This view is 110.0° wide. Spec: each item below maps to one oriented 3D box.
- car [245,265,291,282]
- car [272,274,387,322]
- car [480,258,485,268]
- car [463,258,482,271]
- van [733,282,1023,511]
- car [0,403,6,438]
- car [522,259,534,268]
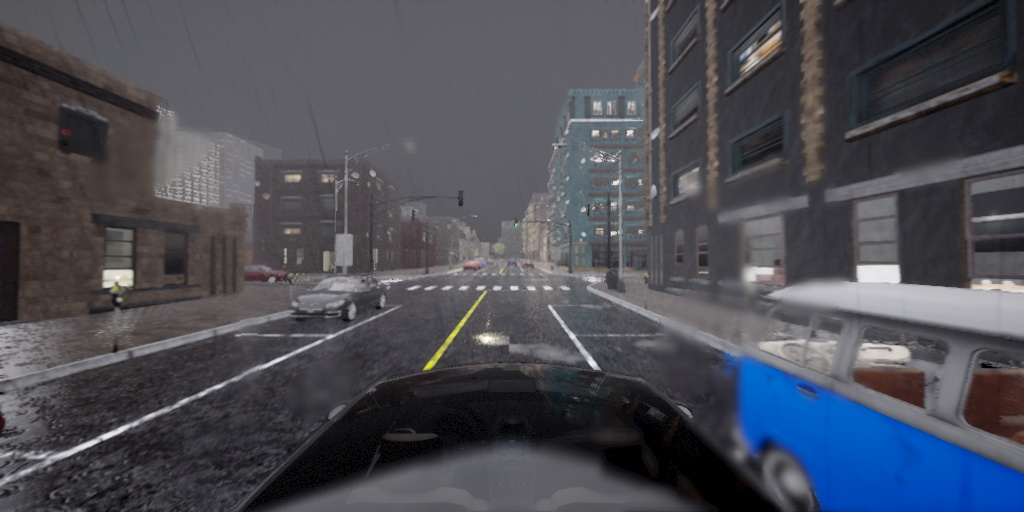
[{"bbox_3d":[-19.283,1.404,27.533,4.507,1.381,1.888,0,0,1],"label":"car"},{"bbox_3d":[-5.686,1.317,12.281,2.007,1.370,4.403,0,0,0],"label":"car"},{"bbox_3d":[-5.667,1.374,55.918,1.888,1.381,4.507,0,0,0],"label":"car"},{"bbox_3d":[-5.745,1.366,50.236,1.888,1.381,4.507,0,0,0],"label":"car"},{"bbox_3d":[2.691,1.090,1.455,1.690,1.789,3.998,0,0,0],"label":"van"},{"bbox_3d":[-5.689,1.190,1.467,1.967,1.591,4.097,0,0,0],"label":"car"},{"bbox_3d":[2.717,1.276,61.663,1.967,1.591,4.097,0,0,0],"label":"car"}]
